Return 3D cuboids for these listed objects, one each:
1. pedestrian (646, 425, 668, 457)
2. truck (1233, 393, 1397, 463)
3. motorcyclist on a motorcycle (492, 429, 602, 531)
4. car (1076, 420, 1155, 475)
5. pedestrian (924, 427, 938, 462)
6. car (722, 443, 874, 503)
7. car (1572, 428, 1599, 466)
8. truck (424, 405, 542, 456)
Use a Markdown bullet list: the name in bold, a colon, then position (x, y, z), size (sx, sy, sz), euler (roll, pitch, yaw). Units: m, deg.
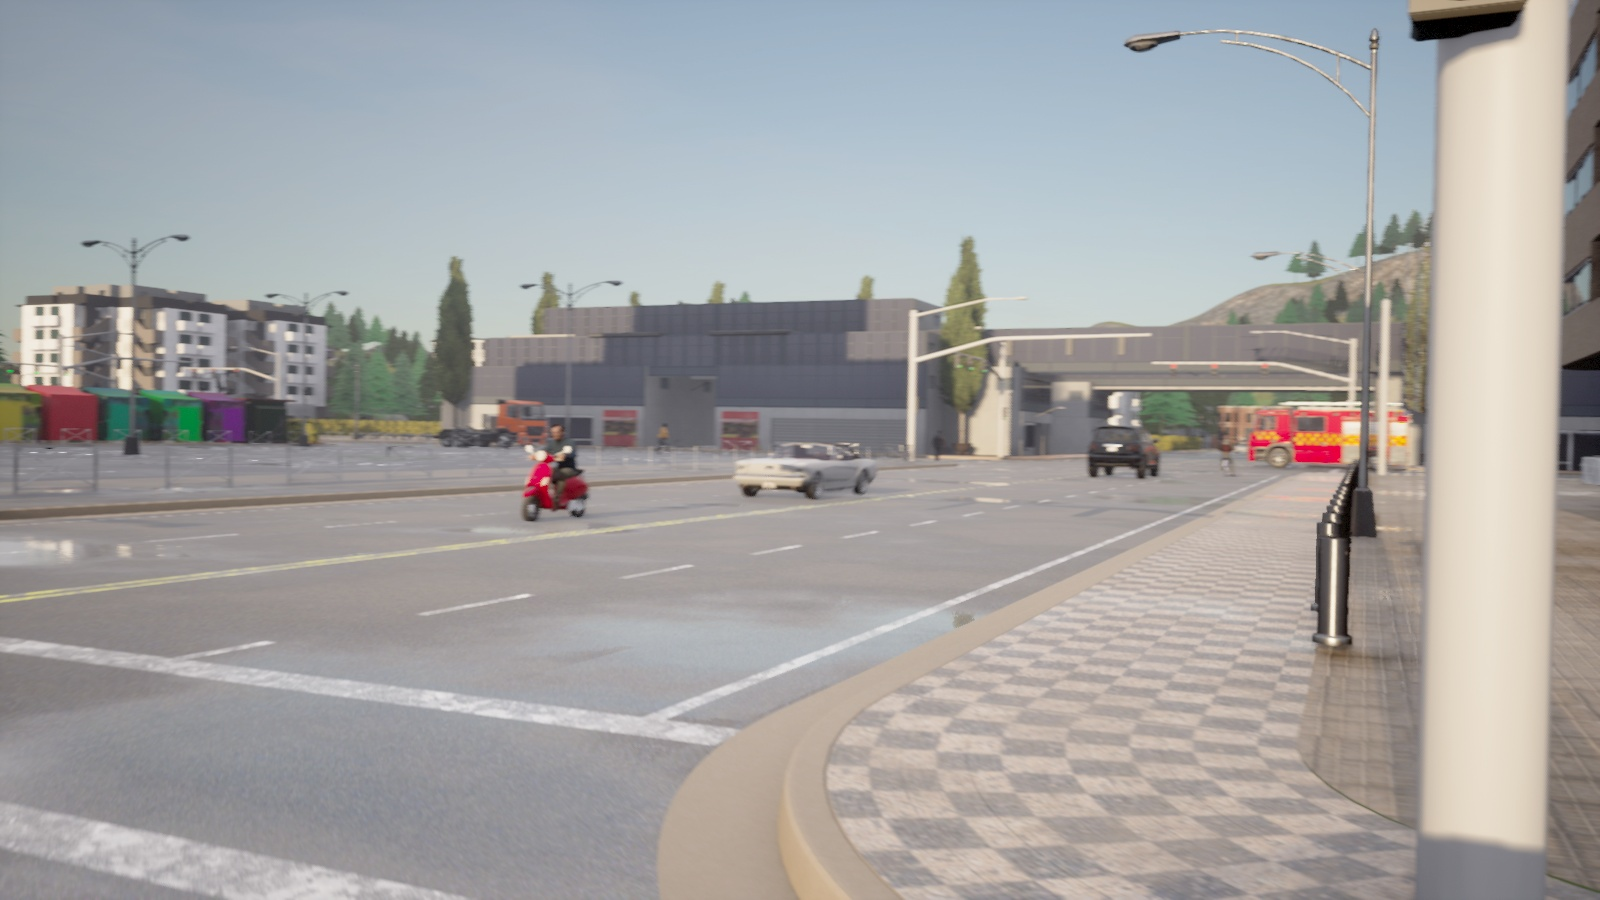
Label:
- **pedestrian**: position (-8.302, -0.518, 72.917), size (0.900, 1.855, 0.874), euler (0, 1, 26)
- **truck**: position (29.389, -1.264, 71.840), size (8.468, 3.827, 2.891), euler (0, 1, 23)
- **motorcyclist on a motorcycle**: position (-4.123, 0.457, 20.608), size (0.866, 1.590, 1.817), euler (0, 1, 24)
- **car**: position (12.686, -0.130, 50.198), size (2.150, 2.045, 5.566), euler (0, 1, 24)
- **pedestrian**: position (7.195, -0.309, 69.007), size (0.563, 1.883, 0.849), euler (0, 1, 18)
- **car**: position (0.053, 0.488, 30.127), size (1.895, 1.301, 4.718), euler (0, 1, 24)
- **car**: position (41.082, -0.169, 62.916), size (3.866, 1.878, 1.905), euler (0, 1, 24)
- **truck**: position (-22.118, -1.370, 87.561), size (7.936, 3.462, 2.891), euler (0, 1, 25)
